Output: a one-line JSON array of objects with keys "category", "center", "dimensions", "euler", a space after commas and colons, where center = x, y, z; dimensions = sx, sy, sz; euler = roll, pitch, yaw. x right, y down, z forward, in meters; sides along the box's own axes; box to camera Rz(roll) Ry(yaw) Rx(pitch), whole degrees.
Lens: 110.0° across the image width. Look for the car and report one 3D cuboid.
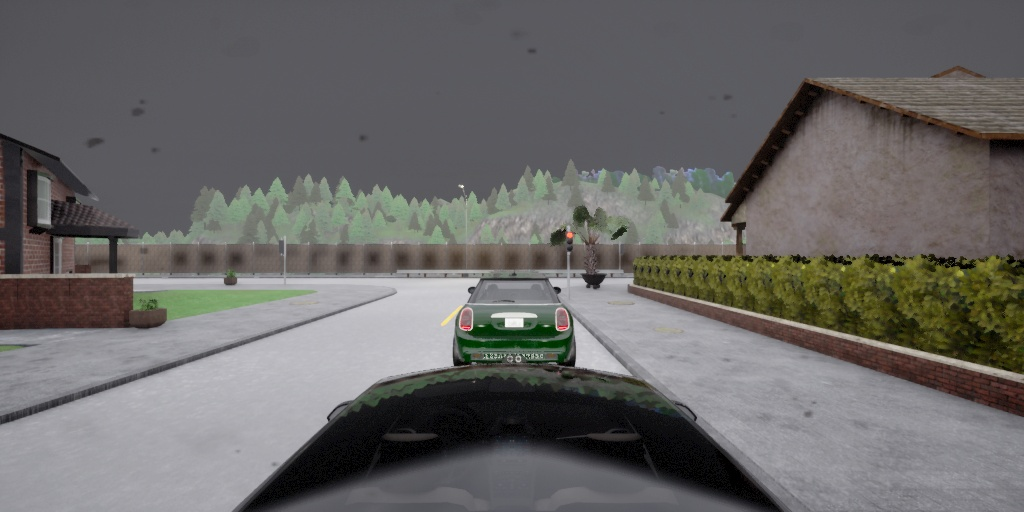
[{"category": "car", "center": [0.053, 1.102, 7.939], "dimensions": [2.097, 1.767, 4.553], "euler": [0, 0, 0]}]
